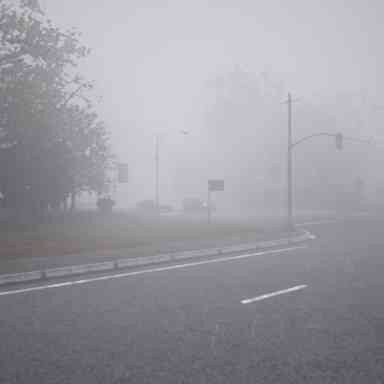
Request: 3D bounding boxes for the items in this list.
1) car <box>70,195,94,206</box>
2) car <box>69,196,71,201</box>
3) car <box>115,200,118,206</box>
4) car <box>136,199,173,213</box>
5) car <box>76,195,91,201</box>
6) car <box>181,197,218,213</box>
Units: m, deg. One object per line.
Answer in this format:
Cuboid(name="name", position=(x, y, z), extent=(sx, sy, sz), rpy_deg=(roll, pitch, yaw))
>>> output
Cuboid(name="car", position=(-17.554, 1.505, 53.835), extent=(1.812, 1.442, 4.674), rpy_deg=(0, 0, -39))
Cuboid(name="car", position=(-30.057, 1.563, 80.661), extent=(1.895, 1.301, 4.718), rpy_deg=(0, 0, -39))
Cuboid(name="car", position=(-13.895, 1.574, 54.837), extent=(1.895, 1.301, 4.718), rpy_deg=(0, 0, -38))
Cuboid(name="car", position=(-4.309, 1.524, 37.139), extent=(2.033, 1.411, 5.357), rpy_deg=(0, 0, -39))
Cuboid(name="car", position=(-27.051, 1.437, 82.506), extent=(1.882, 1.535, 5.008), rpy_deg=(0, 0, -39))
Cuboid(name="car", position=(0.770, 1.324, 36.396), extent=(2.097, 1.767, 4.553), rpy_deg=(0, 0, -39))
